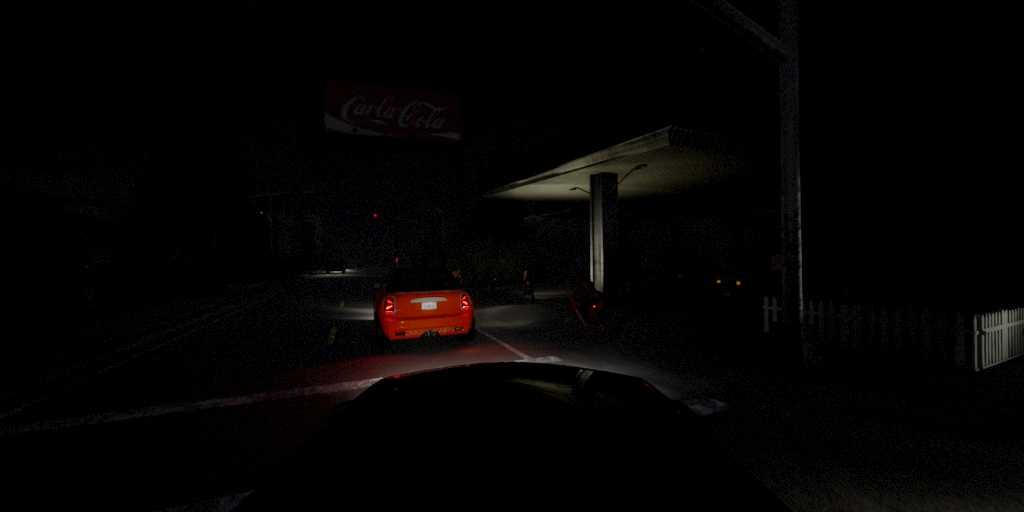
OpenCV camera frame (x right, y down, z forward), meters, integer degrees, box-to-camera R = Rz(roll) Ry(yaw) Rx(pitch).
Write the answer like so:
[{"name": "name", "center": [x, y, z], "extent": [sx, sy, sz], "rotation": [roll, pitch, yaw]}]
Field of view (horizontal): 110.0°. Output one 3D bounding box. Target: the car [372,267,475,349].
[{"name": "car", "center": [-2.509, 1.069, 9.433], "extent": [2.097, 1.767, 4.553], "rotation": [-1, 0, -22]}]

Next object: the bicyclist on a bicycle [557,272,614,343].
[{"name": "bicyclist on a bicycle", "center": [1.736, 1.205, 8.630], "extent": [0.582, 1.620, 1.656], "rotation": [3, -2, -42]}]

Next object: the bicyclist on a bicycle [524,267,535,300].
[{"name": "bicyclist on a bicycle", "center": [0.859, 1.350, 17.843], "extent": [0.582, 1.620, 1.656], "rotation": [-1, -1, 16]}]

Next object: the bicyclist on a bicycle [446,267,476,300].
[{"name": "bicyclist on a bicycle", "center": [-2.563, 1.338, 16.359], "extent": [1.656, 1.620, 0.582], "rotation": [1, 0, 37]}]

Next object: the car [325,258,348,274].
[{"name": "car", "center": [-23.517, 1.289, 47.879], "extent": [2.150, 2.045, 5.566], "rotation": [-1, 0, -24]}]

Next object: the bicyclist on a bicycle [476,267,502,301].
[{"name": "bicyclist on a bicycle", "center": [-1.250, 1.364, 17.736], "extent": [1.656, 1.620, 0.582], "rotation": [0, 0, -21]}]

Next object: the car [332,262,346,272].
[{"name": "car", "center": [-27.368, 1.663, 56.807], "extent": [1.812, 1.442, 4.674], "rotation": [-1, 0, -23]}]
